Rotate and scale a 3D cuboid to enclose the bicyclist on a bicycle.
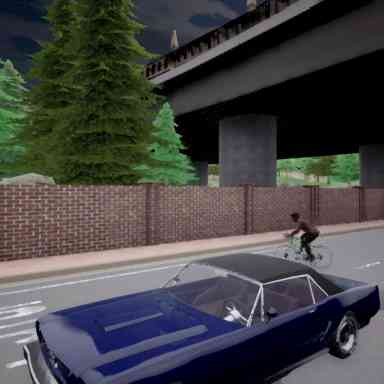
[{"bbox_3d":[3.265,1.451,9.858,1.656,1.620,0.582,-3,-1,28],"label":"bicyclist on a bicycle"}]

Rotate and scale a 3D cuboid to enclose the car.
[{"bbox_3d":[0.478,1.601,4.372,4.718,1.301,1.895,0,0,-37],"label":"car"}]
